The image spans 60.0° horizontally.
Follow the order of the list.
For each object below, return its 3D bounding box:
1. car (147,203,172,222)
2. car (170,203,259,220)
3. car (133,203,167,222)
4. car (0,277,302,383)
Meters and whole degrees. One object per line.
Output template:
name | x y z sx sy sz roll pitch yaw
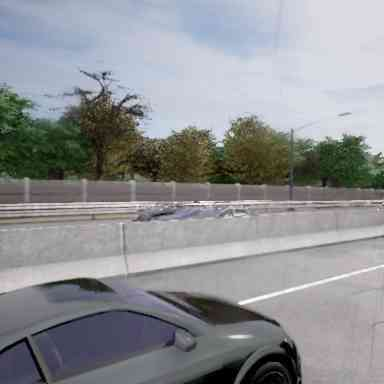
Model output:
car | 0.169 1.620 21.184 5.357 1.411 2.033 0 0 -35
car | 1.588 1.507 17.905 4.902 1.511 2.128 0 0 -35
car | -1.862 1.548 24.034 4.902 1.511 2.128 0 0 -35
car | -0.886 1.564 3.114 4.181 1.385 1.994 0 0 -35
